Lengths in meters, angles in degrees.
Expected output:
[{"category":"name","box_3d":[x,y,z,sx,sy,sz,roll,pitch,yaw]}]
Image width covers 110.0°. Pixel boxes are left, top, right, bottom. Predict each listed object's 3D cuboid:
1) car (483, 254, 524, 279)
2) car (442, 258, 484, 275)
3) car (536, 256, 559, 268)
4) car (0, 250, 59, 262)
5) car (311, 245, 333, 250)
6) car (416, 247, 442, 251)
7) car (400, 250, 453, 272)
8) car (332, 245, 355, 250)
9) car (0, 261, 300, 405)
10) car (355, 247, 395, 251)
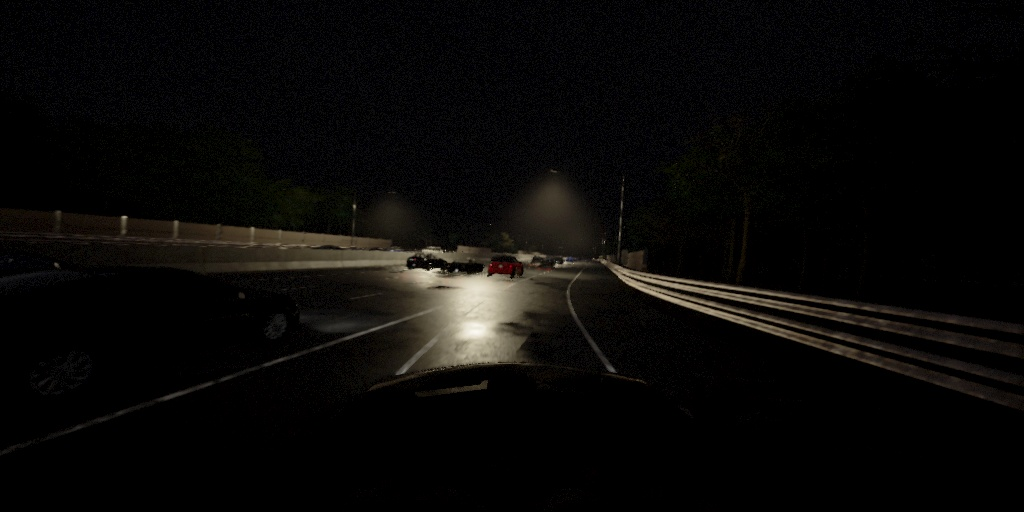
[{"category":"car","box_3d":[-0.381,0.787,29.050,2.097,1.767,4.553,4,1,13]},{"category":"car","box_3d":[-3.784,0.825,29.906,1.895,1.301,4.718,4,1,13]},{"category":"car","box_3d":[5.436,0.946,54.302,2.128,1.511,4.902,4,1,13]},{"category":"car","box_3d":[-12.245,0.562,8.753,1.994,1.385,4.181,4,1,13]},{"category":"car","box_3d":[-24.720,-0.765,48.138,1.882,1.535,5.008,4,1,13]},{"category":"car","box_3d":[-14.101,-0.587,62.846,2.150,2.045,5.566,4,1,13]},{"category":"car","box_3d":[-7.186,0.506,30.669,2.128,1.511,4.902,4,1,13]},{"category":"car","box_3d":[-21.240,-0.468,47.735,1.994,1.385,4.181,4,1,13]},{"category":"car","box_3d":[-5.769,0.922,5.723,1.837,1.490,4.892,4,1,13]},{"category":"car","box_3d":[-17.847,-0.317,46.905,1.837,1.490,4.892,4,1,13]}]
